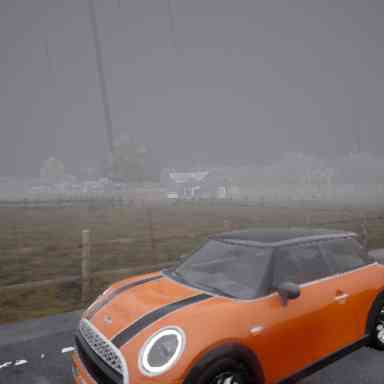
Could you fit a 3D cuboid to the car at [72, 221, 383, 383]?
[{"bbox_3d":[0.814,1.349,4.571,4.553,1.767,2.097,0,0,-35],"label":"car"}]
